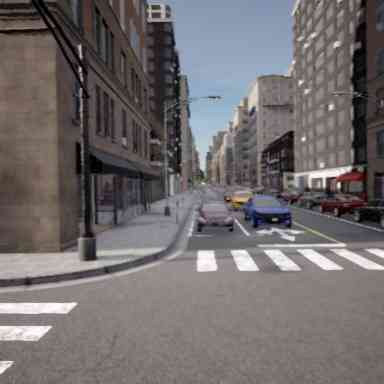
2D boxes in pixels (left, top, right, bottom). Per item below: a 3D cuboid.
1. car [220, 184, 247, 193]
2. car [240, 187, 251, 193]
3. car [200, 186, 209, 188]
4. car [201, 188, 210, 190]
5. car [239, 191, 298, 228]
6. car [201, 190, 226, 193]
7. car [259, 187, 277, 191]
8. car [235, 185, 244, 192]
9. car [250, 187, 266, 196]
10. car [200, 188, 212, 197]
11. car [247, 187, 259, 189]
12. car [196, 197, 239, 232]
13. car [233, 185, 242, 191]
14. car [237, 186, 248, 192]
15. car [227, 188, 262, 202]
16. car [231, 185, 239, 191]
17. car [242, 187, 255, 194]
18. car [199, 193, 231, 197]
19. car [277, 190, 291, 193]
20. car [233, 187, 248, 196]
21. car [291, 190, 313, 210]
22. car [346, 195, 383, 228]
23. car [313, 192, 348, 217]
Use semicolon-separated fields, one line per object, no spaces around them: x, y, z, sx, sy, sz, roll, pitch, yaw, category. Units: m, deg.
4.627;0.282;37.620;2.097;1.767;4.553;-1;2;2;car
11.421;-0.500;71.562;1.802;1.307;4.206;0;2;2;car
2.170;0.181;49.559;1.752;1.417;4.829;0;2;2;car
1.632;0.642;33.156;1.887;1.381;4.507;0;2;2;car
3.890;0.939;17.854;1.882;1.535;5.008;-1;2;2;car
1.451;0.796;27.632;2.008;1.369;4.403;0;2;2;car
10.515;0.230;43.933;1.947;1.339;4.313;0;2;2;car
11.782;-0.940;82.610;1.967;1.590;4.097;0;2;2;car
10.877;-0.083;54.984;2.008;1.369;4.403;0;2;2;car
2.357;0.068;55.254;1.947;1.339;4.313;0;2;2;car
7.952;0.141;47.424;1.812;1.442;4.674;-1;2;2;car
1.089;1.123;16.584;1.802;1.307;4.206;0;2;2;car
11.963;-1.088;88.135;1.967;1.590;4.097;0;2;2;car
11.602;-0.665;77.088;1.947;1.339;4.313;0;2;2;car
4.232;0.680;27.505;1.882;1.535;5.008;-1;2;2;car
12.145;-1.237;93.661;1.967;1.590;4.097;0;2;2;car
11.240;-0.366;66.036;1.947;1.339;4.313;0;2;2;car
1.270;0.959;22.108;1.947;1.339;4.313;0;2;2;car
10.152;0.506;32.881;1.887;1.381;4.507;0;2;2;car
8.284;-0.111;57.558;2.033;1.411;5.357;-1;2;2;car
9.971;0.661;27.355;2.008;1.369;4.403;0;2;2;car
9.609;0.972;16.304;1.947;1.339;4.313;0;2;2;car
9.790;0.803;21.830;1.887;1.381;4.507;0;2;2;car
